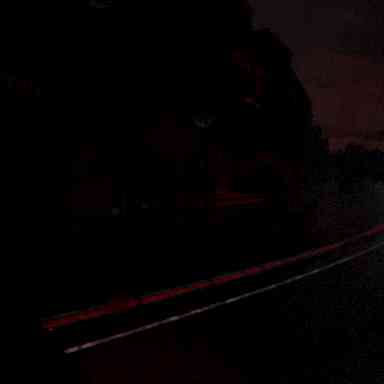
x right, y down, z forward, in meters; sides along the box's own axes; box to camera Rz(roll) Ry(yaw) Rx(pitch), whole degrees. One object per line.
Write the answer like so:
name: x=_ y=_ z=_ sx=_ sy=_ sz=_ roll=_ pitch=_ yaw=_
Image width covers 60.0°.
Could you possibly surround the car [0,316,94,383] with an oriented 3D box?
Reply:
car: x=-3.091 y=1.635 z=1.760 sx=4.718 sy=1.301 sz=1.895 roll=0 pitch=0 yaw=-38
